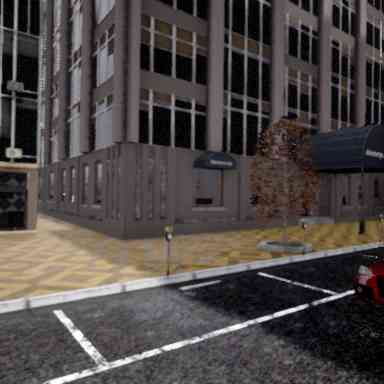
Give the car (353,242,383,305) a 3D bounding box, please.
[{"bbox_3d":[5.379,1.659,7.208,4.181,1.385,1.994,1,0,-35],"label":"car"}]
